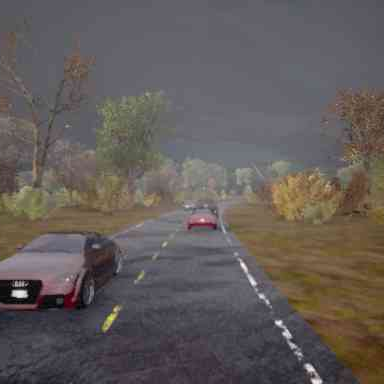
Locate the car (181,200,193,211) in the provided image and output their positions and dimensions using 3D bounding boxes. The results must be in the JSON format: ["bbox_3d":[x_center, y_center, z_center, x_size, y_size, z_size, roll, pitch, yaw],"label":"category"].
[{"bbox_3d":[-0.340,1.890,48.032,2.128,1.511,4.902,0,0,7],"label":"car"}]

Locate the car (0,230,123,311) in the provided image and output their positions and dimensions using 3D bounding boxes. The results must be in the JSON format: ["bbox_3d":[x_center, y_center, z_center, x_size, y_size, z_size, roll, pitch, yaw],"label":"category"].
[{"bbox_3d":[-2.995,1.620,7.855,1.994,1.385,4.181,0,0,1],"label":"car"}]

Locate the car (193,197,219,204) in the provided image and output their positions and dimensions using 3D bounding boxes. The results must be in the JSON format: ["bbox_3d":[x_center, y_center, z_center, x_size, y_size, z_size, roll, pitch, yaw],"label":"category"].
[{"bbox_3d":[1.607,1.520,35.353,2.150,2.045,5.566,0,0,5],"label":"car"}]

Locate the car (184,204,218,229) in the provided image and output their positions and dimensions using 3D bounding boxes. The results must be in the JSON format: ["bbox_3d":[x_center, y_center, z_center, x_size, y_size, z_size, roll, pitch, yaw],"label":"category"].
[{"bbox_3d":[0.759,1.755,23.052,1.994,1.385,4.181,0,0,3],"label":"car"}]
